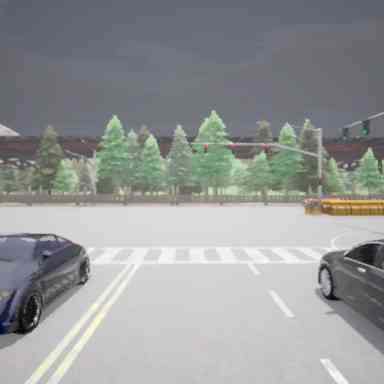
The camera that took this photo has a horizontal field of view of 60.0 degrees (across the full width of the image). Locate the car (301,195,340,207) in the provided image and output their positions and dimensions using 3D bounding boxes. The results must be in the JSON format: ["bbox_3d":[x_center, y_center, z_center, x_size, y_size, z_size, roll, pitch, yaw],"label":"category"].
[{"bbox_3d":[15.917,1.101,41.116,4.553,1.767,2.097,0,0,-2],"label":"car"}]

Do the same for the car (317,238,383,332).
[{"bbox_3d":[3.615,1.472,5.336,1.837,1.490,4.892,0,0,1],"label":"car"}]

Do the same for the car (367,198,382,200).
[{"bbox_3d":[20.869,1.354,34.267,4.181,1.385,1.994,0,0,-2],"label":"car"}]

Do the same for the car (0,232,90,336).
[{"bbox_3d":[-3.514,1.524,6.543,1.994,1.385,4.181,0,0,1],"label":"car"}]
